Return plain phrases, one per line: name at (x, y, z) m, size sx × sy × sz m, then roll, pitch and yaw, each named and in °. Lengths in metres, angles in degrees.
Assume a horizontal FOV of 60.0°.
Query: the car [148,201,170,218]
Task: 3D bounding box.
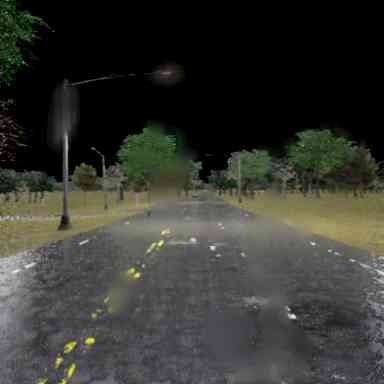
car at (-3.180, 1.653, 32.704) m, size 1.882 × 1.535 × 5.008 m, roll 0°, pitch 0°, yaw 0°
